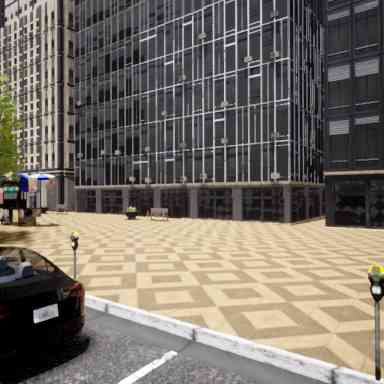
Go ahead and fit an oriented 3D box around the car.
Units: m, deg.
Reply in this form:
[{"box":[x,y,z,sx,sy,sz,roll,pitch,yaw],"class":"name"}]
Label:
[{"box":[-3.531,1.566,5.406,4.313,1.339,1.947,0,0,36],"class":"car"}]
